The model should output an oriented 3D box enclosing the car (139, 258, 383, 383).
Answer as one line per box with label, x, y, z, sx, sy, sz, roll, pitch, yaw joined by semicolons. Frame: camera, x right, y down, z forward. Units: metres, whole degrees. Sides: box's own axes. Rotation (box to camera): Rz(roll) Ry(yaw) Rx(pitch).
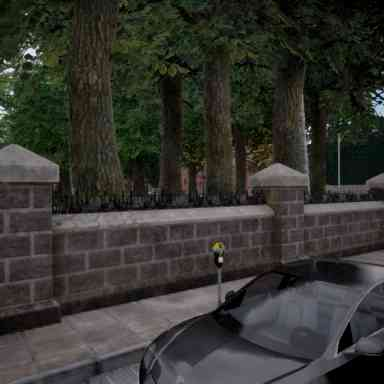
car;1.505;1.565;3.894;4.313;1.339;1.947;0;-1;-36
